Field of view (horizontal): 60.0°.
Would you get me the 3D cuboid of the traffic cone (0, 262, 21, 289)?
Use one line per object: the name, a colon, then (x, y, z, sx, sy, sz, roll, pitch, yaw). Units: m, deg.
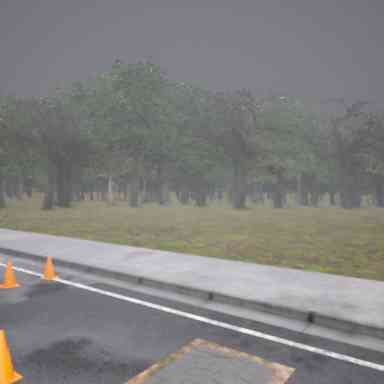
traffic cone: (-4.343, 1.961, 7.950, 0.340, 0.580, 0.340, 0, 0, 36)

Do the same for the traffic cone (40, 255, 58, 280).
traffic cone: (-3.757, 1.964, 8.760, 0.340, 0.580, 0.340, 0, 0, 36)

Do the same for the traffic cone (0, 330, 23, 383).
traffic cone: (-2.276, 1.959, 3.984, 0.340, 0.580, 0.340, 0, 0, 36)
